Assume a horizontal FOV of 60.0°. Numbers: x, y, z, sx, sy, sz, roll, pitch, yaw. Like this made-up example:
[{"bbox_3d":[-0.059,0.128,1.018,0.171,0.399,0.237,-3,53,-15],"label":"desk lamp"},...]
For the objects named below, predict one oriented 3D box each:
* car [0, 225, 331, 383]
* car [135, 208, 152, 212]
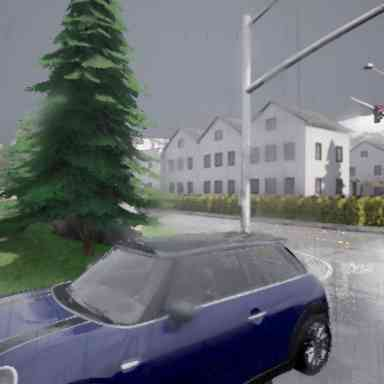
[{"bbox_3d":[-0.357,1.350,3.910,4.553,1.767,2.097,0,0,-38],"label":"car"},{"bbox_3d":[-5.558,1.607,30.000,2.033,1.411,5.357,0,0,-35],"label":"car"}]
